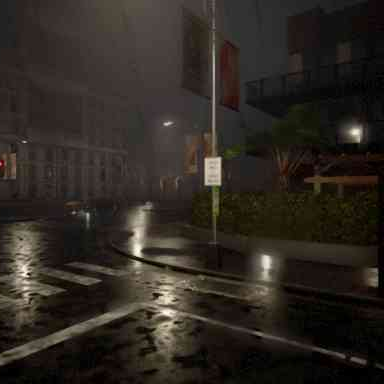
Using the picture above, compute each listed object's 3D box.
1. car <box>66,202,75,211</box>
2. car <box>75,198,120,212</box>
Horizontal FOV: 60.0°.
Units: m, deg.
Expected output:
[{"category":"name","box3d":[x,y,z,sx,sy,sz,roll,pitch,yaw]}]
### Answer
[{"category":"car","box3d":[-13.050,1.478,40.877,1.882,1.535,5.008,0,0,35]},{"category":"car","box3d":[-10.553,1.505,38.334,1.837,1.490,4.892,0,0,36]}]
